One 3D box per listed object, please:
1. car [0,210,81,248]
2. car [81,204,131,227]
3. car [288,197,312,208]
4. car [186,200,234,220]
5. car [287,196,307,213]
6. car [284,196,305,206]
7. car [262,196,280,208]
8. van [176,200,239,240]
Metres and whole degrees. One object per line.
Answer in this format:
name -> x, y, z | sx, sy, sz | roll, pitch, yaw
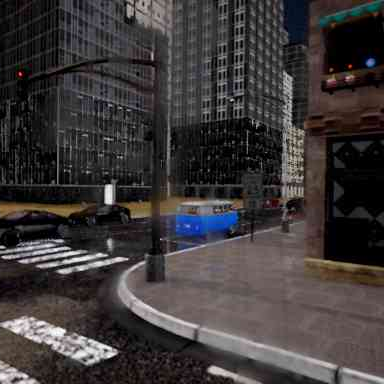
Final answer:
car -> -7.375, 1.508, 14.693 | 1.994, 1.385, 4.181 | 1, 1, 29
car -> -5.933, 1.448, 21.864 | 1.947, 1.339, 4.313 | 1, 1, 36
car -> 15.299, 1.434, 47.014 | 1.994, 1.385, 4.181 | 1, 1, 36
car -> 1.599, 1.432, 27.958 | 1.812, 1.442, 4.674 | 1, 1, 36
car -> 12.158, 1.439, 37.248 | 1.837, 1.490, 4.892 | 1, 1, 36
car -> 16.463, 1.345, 53.250 | 1.752, 1.417, 4.829 | 1, 1, 36
car -> 10.135, 1.274, 44.380 | 1.967, 1.590, 4.097 | 1, 1, 35
van -> 0.891, 1.358, 16.993 | 1.690, 1.788, 3.998 | 1, 1, 35
